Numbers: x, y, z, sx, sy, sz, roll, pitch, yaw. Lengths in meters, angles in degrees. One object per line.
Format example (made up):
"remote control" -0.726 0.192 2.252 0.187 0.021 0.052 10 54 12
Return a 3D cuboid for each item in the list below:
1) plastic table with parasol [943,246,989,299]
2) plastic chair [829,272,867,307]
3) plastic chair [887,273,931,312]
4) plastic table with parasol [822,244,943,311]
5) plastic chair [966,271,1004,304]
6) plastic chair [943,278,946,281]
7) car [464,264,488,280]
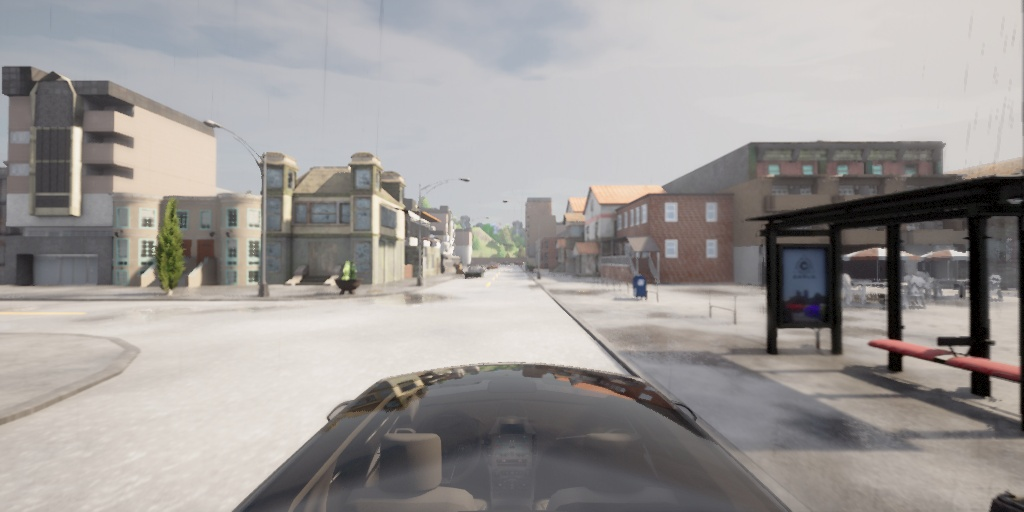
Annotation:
"plastic table with parasol" 22.510 0.879 18.472 2.482 2.480 2.482 0 0 0
"plastic chair" 14.700 1.449 15.702 0.730 1.272 0.750 0 0 0
"plastic chair" 15.800 1.432 14.302 0.750 1.272 0.730 0 0 0
"plastic table with parasol" 15.920 0.844 15.582 2.482 2.480 2.482 0 0 0
"plastic chair" 22.500 1.465 17.002 0.750 1.272 0.730 0 0 0
"plastic chair" 21.332 1.482 18.398 0.730 1.272 0.750 0 0 -1
"car" -4.003 1.822 38.551 1.895 1.301 4.718 0 -1 0
